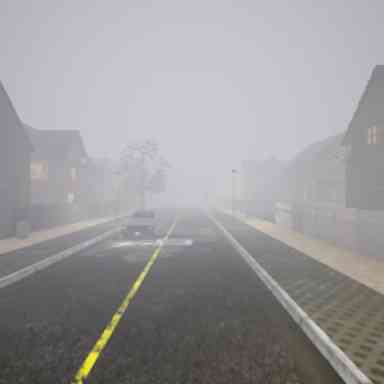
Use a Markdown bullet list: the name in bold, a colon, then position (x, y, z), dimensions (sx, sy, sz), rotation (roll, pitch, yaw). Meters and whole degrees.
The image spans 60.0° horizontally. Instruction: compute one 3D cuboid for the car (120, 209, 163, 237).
- **car**: position (-2.743, 1.718, 19.325), dimensions (2.033, 1.411, 5.357), rotation (0, -1, 0)
